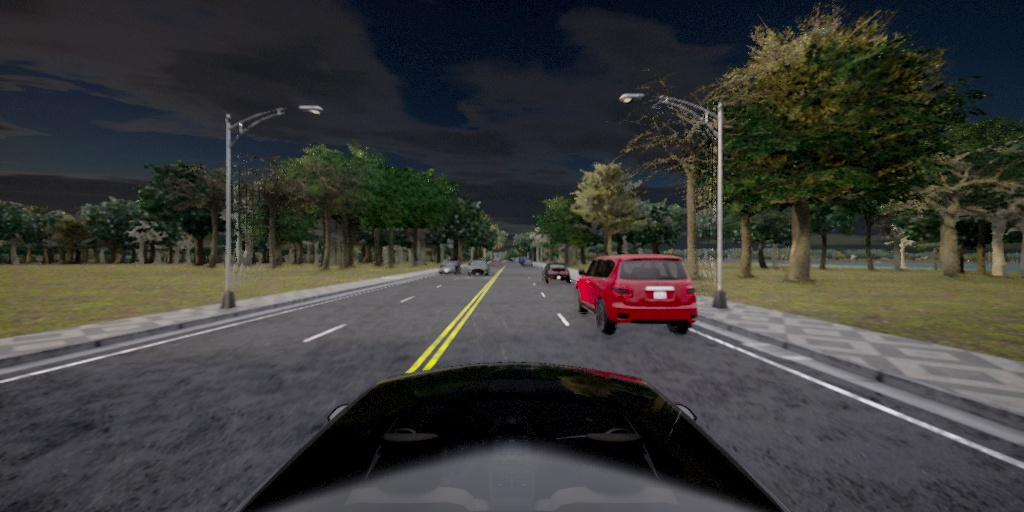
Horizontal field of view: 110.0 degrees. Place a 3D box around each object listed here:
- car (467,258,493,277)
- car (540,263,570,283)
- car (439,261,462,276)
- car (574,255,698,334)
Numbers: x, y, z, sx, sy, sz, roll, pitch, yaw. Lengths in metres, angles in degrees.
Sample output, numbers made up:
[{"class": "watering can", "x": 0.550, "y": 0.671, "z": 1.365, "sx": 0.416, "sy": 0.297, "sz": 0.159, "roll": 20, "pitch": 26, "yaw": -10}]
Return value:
[{"class": "car", "x": -3.341, "y": 1.164, "z": 36.659, "sx": 2.097, "sy": 1.767, "sz": 4.553, "roll": 0, "pitch": 0, "yaw": 0}, {"class": "car", "x": 3.349, "y": 1.297, "z": 27.959, "sx": 1.837, "sy": 1.490, "sz": 4.892, "roll": 0, "pitch": 0, "yaw": 0}, {"class": "car", "x": -6.592, "y": 1.309, "z": 38.651, "sx": 2.128, "sy": 1.511, "sz": 4.902, "roll": 0, "pitch": 0, "yaw": 0}, {"class": "car", "x": 3.350, "y": 0.984, "z": 10.799, "sx": 2.150, "sy": 2.045, "sz": 5.566, "roll": 0, "pitch": 0, "yaw": 0}]
